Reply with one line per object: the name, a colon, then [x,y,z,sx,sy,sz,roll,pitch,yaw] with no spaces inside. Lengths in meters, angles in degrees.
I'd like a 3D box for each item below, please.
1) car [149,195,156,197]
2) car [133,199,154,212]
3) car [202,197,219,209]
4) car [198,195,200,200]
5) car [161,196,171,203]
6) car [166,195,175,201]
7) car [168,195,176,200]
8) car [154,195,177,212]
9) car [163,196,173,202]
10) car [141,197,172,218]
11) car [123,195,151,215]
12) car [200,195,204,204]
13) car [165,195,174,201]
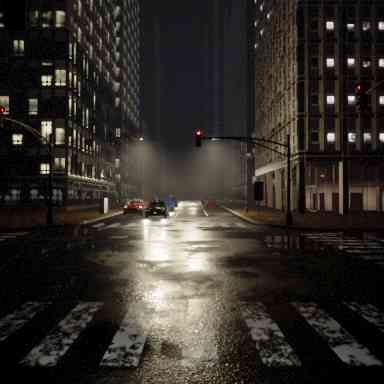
car: [-5.698,1.333,44.929,2.192,1.841,5.009,1,0,0]
car: [-5.701,1.597,39.354,1.802,1.307,4.206,1,0,0]
car: [2.676,1.599,44.996,1.802,1.307,4.206,1,0,0]
car: [2.667,1.590,61.729,1.947,1.339,4.313,1,0,0]
car: [-5.720,1.574,72.804,1.887,1.381,4.507,1,0,0]
car: [-5.730,1.587,89.530,2.008,1.369,4.403,1,0,0]
car: [-5.734,1.605,95.105,1.947,1.339,4.313,1,0,0]
car: [-3.121,1.493,39.867,1.882,1.535,5.008,0,0,0]
car: [-5.723,1.582,78.380,2.008,1.369,4.403,1,0,0]
car: [-3.117,1.516,30.362,1.837,1.490,4.892,0,0,0]
car: [-5.694,1.453,33.778,1.967,1.590,4.097,1,0,0]
car: [2.671,1.547,56.322,1.752,1.417,4.829,1,0,0]
car: [-5.727,1.579,83.955,1.887,1.381,4.507,1,0,0]
